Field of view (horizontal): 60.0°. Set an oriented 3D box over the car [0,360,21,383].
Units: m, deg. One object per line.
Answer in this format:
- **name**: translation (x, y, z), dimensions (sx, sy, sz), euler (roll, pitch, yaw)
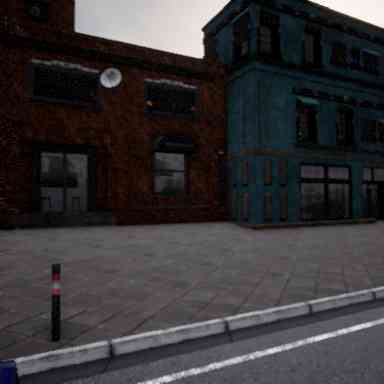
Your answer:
- **car**: translation (-3.228, 1.638, 1.135), dimensions (4.718, 1.301, 1.895), euler (1, -2, -27)
